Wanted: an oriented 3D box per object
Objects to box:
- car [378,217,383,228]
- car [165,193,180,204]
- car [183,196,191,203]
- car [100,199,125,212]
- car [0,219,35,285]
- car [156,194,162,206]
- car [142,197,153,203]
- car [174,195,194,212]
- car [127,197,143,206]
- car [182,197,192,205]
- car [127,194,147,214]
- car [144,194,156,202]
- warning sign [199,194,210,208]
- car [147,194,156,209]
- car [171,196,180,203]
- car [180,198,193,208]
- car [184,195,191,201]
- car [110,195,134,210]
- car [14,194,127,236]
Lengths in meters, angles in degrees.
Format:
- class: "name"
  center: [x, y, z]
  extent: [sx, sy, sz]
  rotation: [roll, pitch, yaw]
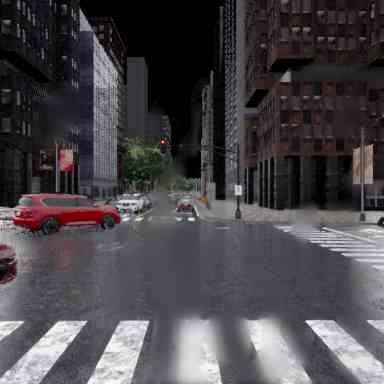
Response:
- class: "car"
  center: [14.094, 1.788, 20.933]
  extent: [4.181, 1.385, 1.994]
  rotation: [1, 0, 0]
- class: "car"
  center: [-3.618, 1.563, 65.591]
  extent: [2.128, 1.511, 4.902]
  rotation: [0, 0, 0]
- class: "car"
  center: [-1.013, 1.613, 71.667]
  extent: [1.752, 1.417, 4.829]
  rotation: [0, 0, -1]
- class: "car"
  center: [-9.237, 1.574, 38.873]
  extent: [1.947, 1.339, 4.313]
  rotation: [0, 0, -1]
- class: "car"
  center: [-6.431, 1.438, 8.245]
  extent: [5.008, 1.535, 1.882]
  rotation: [2, 0, 29]
- class: "car"
  center: [-6.712, 1.399, 55.738]
  extent: [2.097, 1.767, 4.553]
  rotation: [0, 0, 0]
- class: "car"
  center: [-9.536, 1.669, 71.428]
  extent: [1.802, 1.307, 4.206]
  rotation: [0, 0, -1]
- class: "car"
  center: [-0.713, 1.448, 38.949]
  extent: [1.967, 1.590, 4.097]
  rotation: [0, 0, -1]
- class: "car"
  center: [-9.385, 1.570, 54.981]
  extent: [1.752, 1.417, 4.829]
  rotation: [0, 0, -1]
- class: "car"
  center: [-0.912, 1.603, 60.648]
  extent: [1.887, 1.381, 4.507]
  rotation: [0, 0, -1]
- class: "car"
  center: [-6.542, 1.223, 35.511]
  extent: [2.150, 2.045, 5.566]
  rotation: [0, 0, -1]
- class: "car"
  center: [-9.587, 1.417, 76.854]
  extent: [2.192, 1.841, 5.009]
  rotation: [0, 0, -1]
- class: "warning sign"
  center: [1.565, 1.132, 42.641]
  extent: [1.300, 1.860, 1.060]
  rotation: [0, 0, -1]
- class: "car"
  center: [-6.629, 1.375, 45.536]
  extent: [2.097, 1.767, 4.553]
  rotation: [0, 0, 0]
- class: "car"
  center: [-3.807, 1.694, 75.780]
  extent: [1.895, 1.301, 4.718]
  rotation: [0, 0, -1]
- class: "car"
  center: [-0.812, 1.615, 49.798]
  extent: [1.802, 1.307, 4.206]
  rotation: [0, 0, -1]
- class: "car"
  center: [-1.162, 1.574, 87.772]
  extent: [1.967, 1.590, 4.097]
  rotation: [0, 0, -1]
- class: "car"
  center: [-9.288, 1.335, 44.300]
  extent: [2.192, 1.841, 5.009]
  rotation: [0, 0, -1]
- class: "car"
  center: [-6.664, 1.151, 18.257]
  extent: [2.150, 2.045, 5.566]
  rotation: [2, 1, 43]
